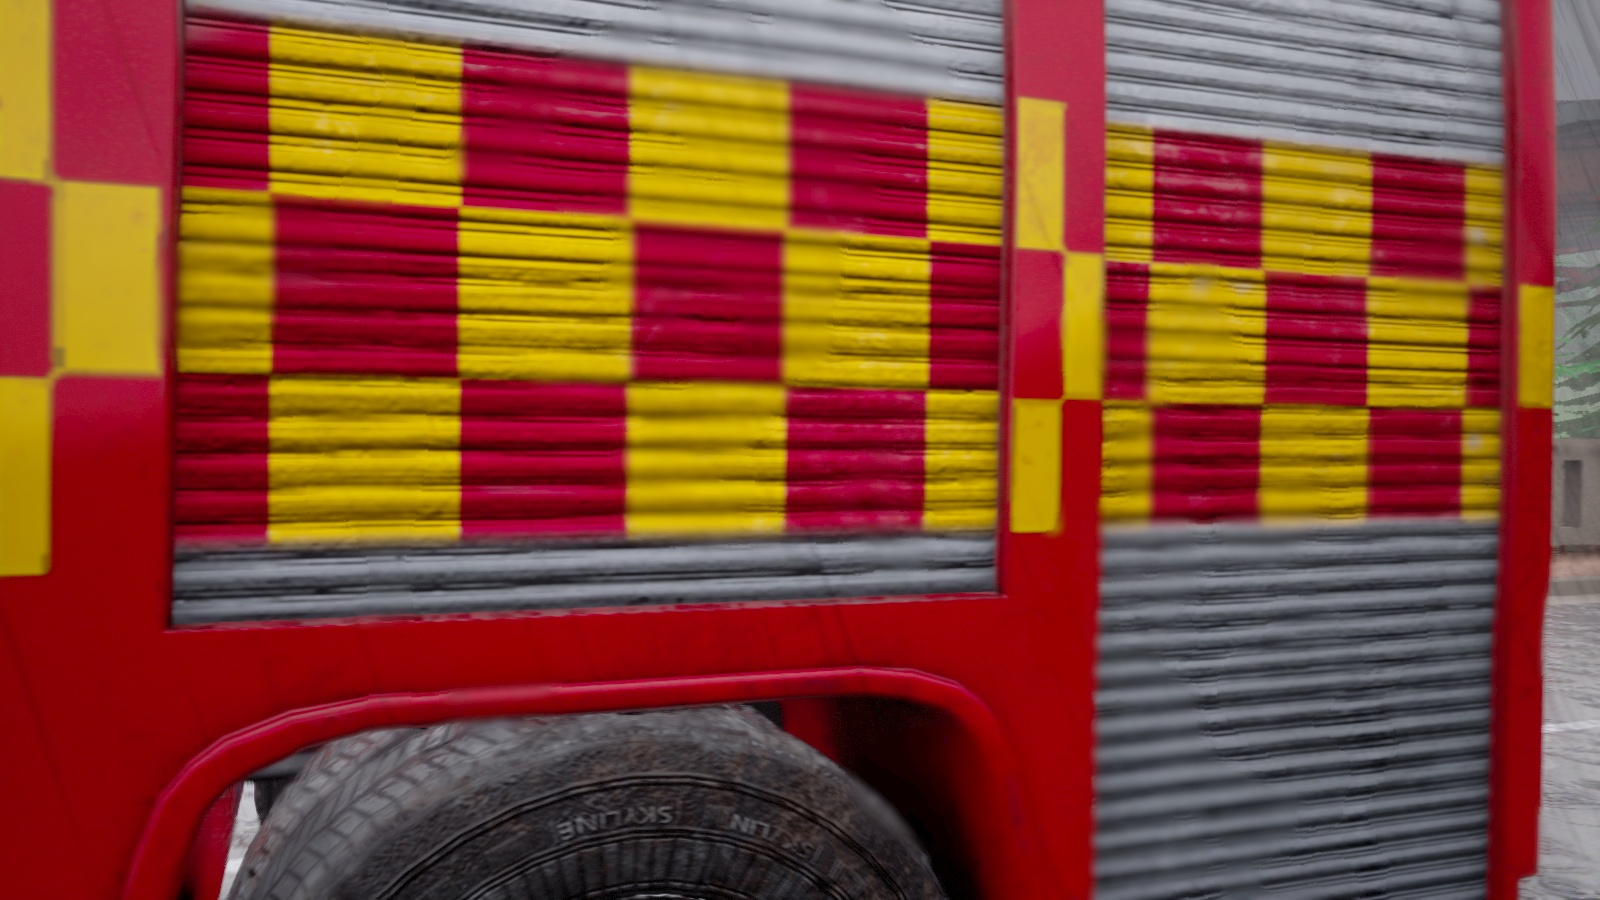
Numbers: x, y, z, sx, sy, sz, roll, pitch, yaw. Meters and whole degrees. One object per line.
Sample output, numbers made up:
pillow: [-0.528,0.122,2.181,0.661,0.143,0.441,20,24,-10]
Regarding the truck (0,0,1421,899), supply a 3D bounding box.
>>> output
truck: [-3.455,-0.343,1.914,8.468,3.827,2.891,-1,1,-21]
